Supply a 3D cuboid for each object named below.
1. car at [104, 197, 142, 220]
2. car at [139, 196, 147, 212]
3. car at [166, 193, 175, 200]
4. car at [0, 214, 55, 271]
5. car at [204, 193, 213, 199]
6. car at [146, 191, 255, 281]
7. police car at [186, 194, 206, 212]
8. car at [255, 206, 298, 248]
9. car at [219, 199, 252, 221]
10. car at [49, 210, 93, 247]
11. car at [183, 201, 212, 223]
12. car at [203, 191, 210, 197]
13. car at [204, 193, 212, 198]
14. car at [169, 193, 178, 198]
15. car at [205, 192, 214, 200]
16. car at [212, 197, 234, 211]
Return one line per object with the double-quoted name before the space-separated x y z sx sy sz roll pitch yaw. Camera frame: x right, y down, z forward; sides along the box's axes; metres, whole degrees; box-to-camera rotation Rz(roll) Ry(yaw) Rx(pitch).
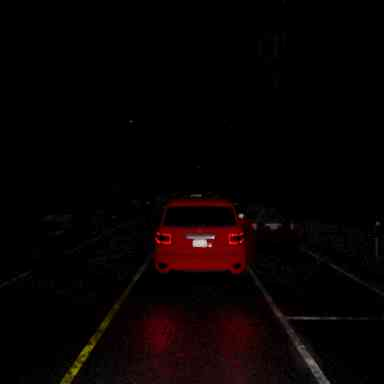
"car" -5.363 1.334 25.234 1.947 1.339 4.313 0 1 1
"car" -5.292 1.301 30.735 1.802 1.307 4.206 0 1 1
"car" -4.709 0.953 73.334 1.802 1.307 4.206 0 0 1
"car" -5.575 1.484 8.732 1.947 1.339 4.313 0 1 1
"car" 3.896 0.856 78.789 1.752 1.417 4.829 0 0 1
"car" 0.206 1.133 9.682 2.150 2.045 5.566 0 1 1
"police car" 0.438 1.104 35.272 1.930 1.638 5.238 0 1 1
"car" 3.020 1.309 14.122 1.967 1.590 4.097 0 1 1
"car" 3.162 1.320 25.124 2.008 1.369 4.403 0 1 1
"car" -5.504 1.450 14.233 1.802 1.307 4.206 0 1 1
"car" 0.396 1.377 24.308 1.895 1.301 4.718 0 1 1
"car" 4.131 0.665 94.843 1.967 1.590 4.097 0 0 1
"car" 3.974 0.845 84.027 2.008 1.369 4.403 0 0 1
"car" -4.550 0.844 84.149 2.008 1.369 4.403 0 0 1
"car" 3.814 0.812 73.210 1.967 1.590 4.097 0 0 1
"car" 3.304 1.237 36.125 1.947 1.339 4.313 0 1 1
